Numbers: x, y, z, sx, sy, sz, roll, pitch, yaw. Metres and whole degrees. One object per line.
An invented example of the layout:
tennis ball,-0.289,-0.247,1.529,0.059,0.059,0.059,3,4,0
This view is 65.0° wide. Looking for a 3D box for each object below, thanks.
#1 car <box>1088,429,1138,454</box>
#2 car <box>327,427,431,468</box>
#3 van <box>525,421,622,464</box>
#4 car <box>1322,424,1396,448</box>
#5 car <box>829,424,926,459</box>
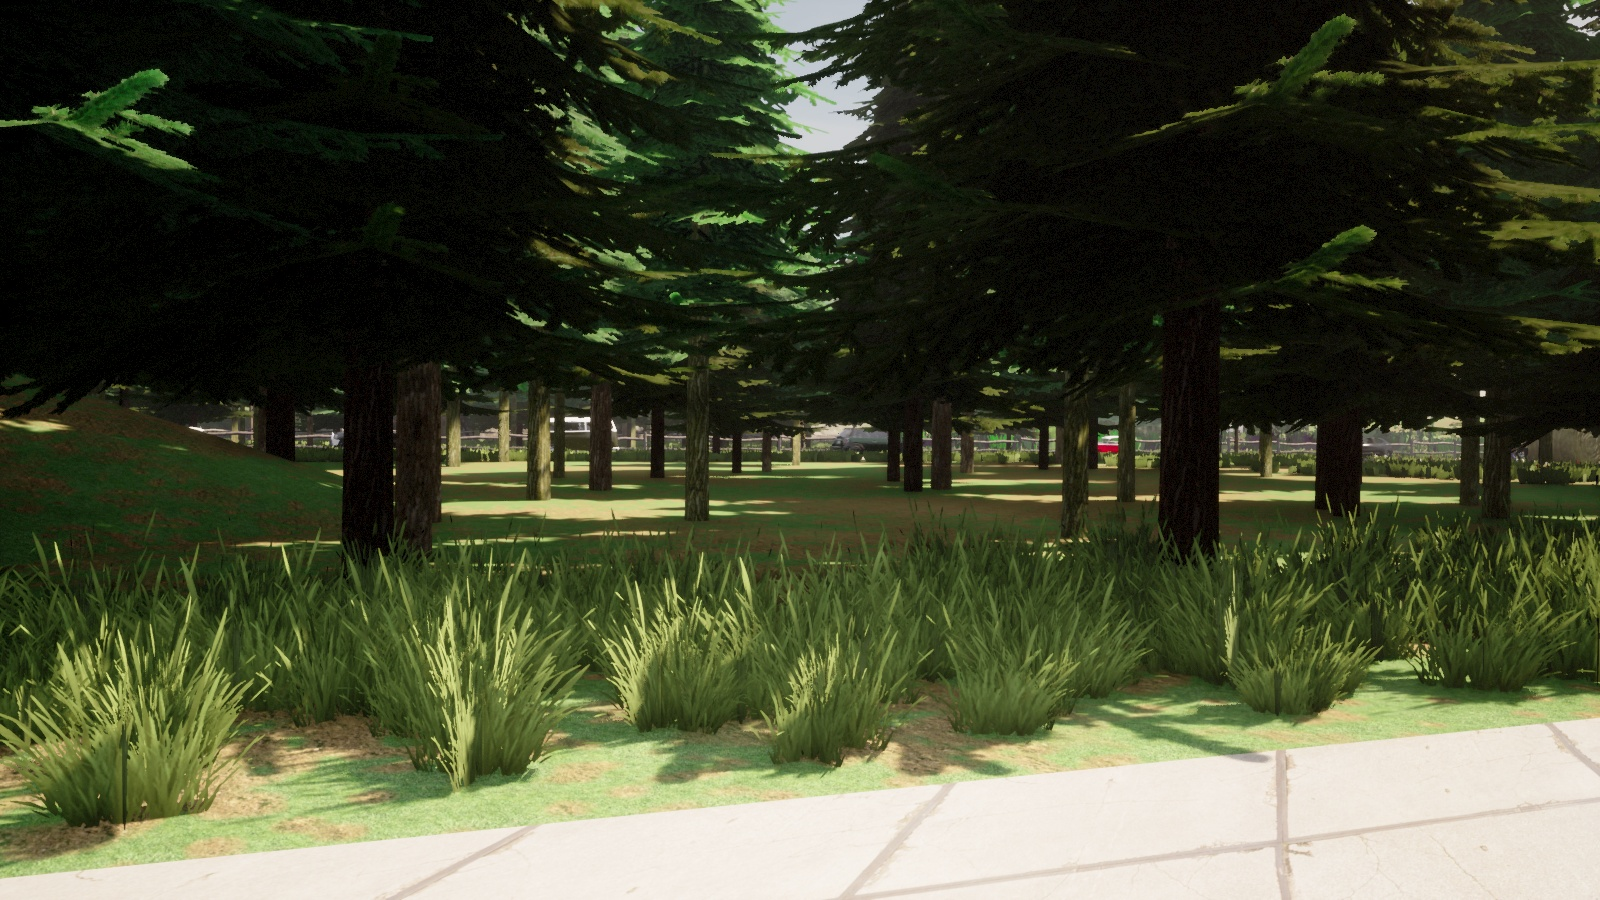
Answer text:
car,17.551,-0.491,70.444,2.207,1.376,1.481,-1,1,-19
car,-20.162,-0.146,60.132,4.605,1.855,1.932,-1,1,-21
van,-11.458,-0.390,63.433,4.480,2.038,2.069,-1,1,-21
car,35.830,-0.893,80.514,4.193,1.474,1.816,-1,1,-19
car,4.038,-0.460,65.608,4.553,1.767,2.097,-1,1,-21
